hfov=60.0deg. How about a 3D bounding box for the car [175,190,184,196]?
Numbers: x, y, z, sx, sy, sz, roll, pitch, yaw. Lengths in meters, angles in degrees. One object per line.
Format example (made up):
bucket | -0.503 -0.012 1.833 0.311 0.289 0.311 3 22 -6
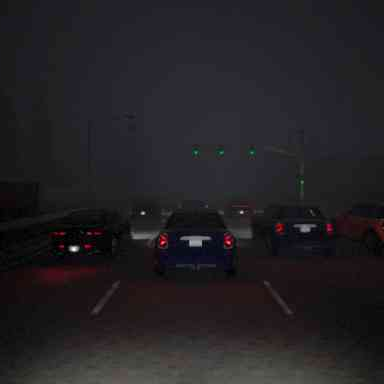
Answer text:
car | -3.508 0.347 86.544 1.882 1.535 5.008 0 1 0

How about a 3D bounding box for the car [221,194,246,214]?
car | 3.592 1.162 26.454 1.837 1.490 4.892 0 1 0

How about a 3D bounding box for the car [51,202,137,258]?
car | -3.405 1.348 12.031 1.837 1.490 4.892 0 1 0

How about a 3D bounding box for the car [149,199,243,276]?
car | 0.092 1.220 10.096 2.097 1.767 4.553 0 1 0

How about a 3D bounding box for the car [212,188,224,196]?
car | 6.992 0.094 86.572 2.150 2.045 5.566 0 1 0

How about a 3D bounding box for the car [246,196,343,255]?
car | 3.594 1.186 12.657 2.097 1.767 4.553 0 1 0

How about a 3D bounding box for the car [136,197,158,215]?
car | -3.409 1.173 25.627 1.837 1.490 4.892 0 1 0

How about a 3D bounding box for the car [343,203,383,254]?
car | 7.094 1.182 12.911 2.097 1.767 4.553 0 1 0

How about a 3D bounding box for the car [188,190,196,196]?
car | -0.008 0.389 86.962 1.812 1.442 4.674 0 1 0

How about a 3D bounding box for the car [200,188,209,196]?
car | 3.492 0.409 86.546 2.033 1.411 5.357 0 1 0

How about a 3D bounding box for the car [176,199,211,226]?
car | 0.086 1.257 22.300 2.033 1.411 5.357 0 1 0
